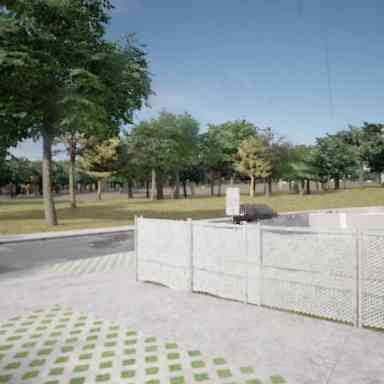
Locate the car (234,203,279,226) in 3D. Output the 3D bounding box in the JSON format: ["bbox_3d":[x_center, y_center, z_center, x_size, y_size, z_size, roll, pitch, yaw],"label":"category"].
[{"bbox_3d":[5.881,2.057,29.889,2.150,2.045,5.566,0,-1,38],"label":"car"}]
